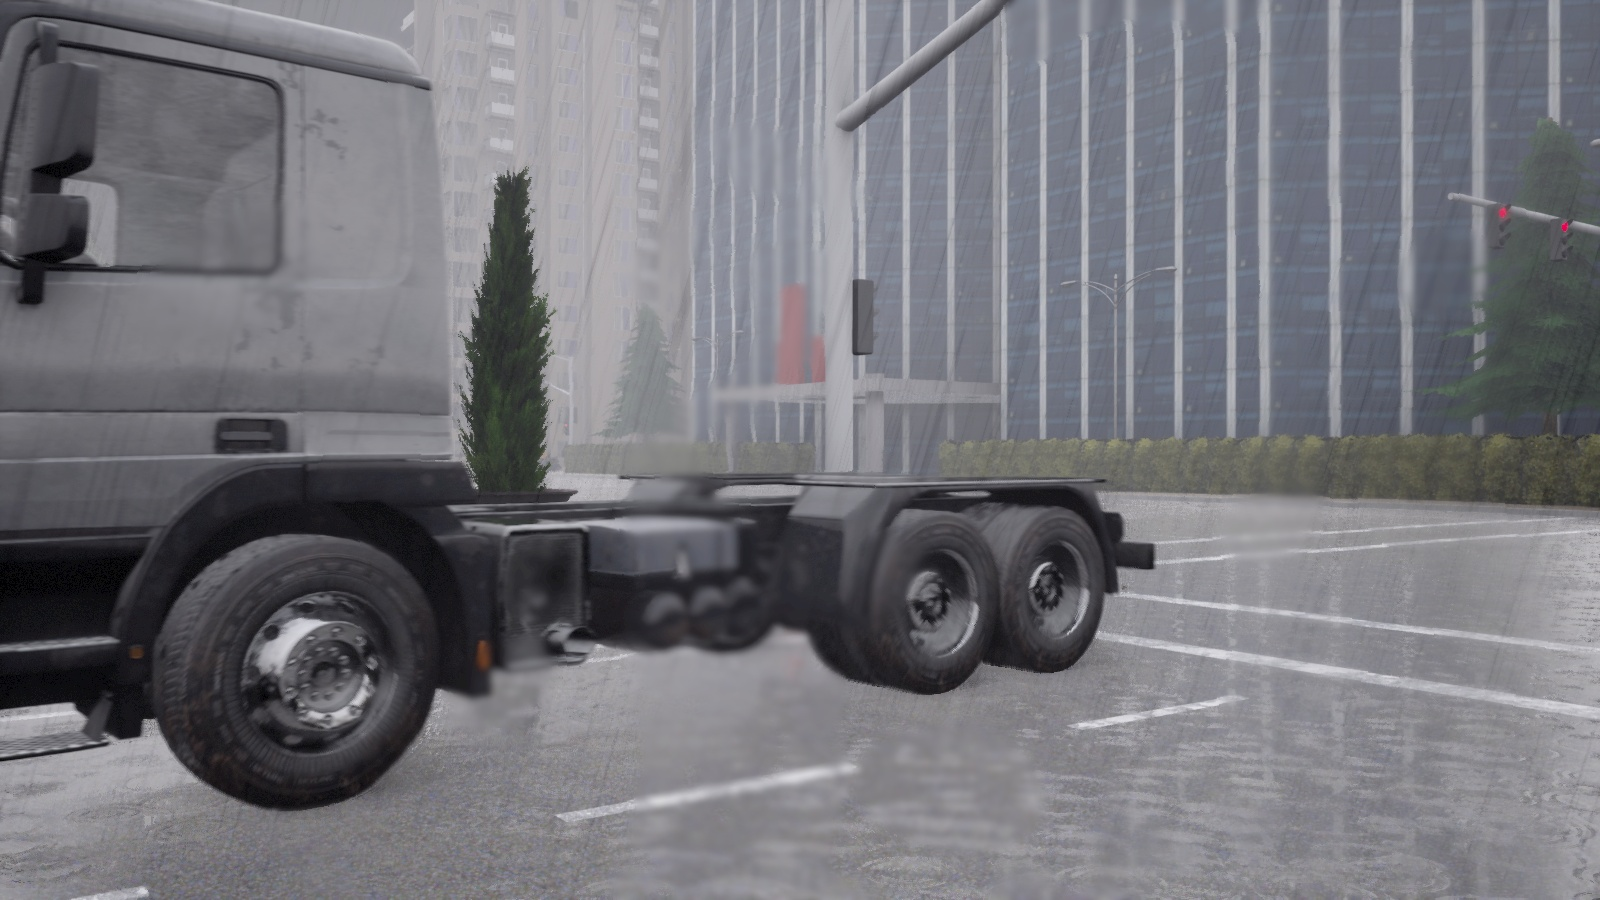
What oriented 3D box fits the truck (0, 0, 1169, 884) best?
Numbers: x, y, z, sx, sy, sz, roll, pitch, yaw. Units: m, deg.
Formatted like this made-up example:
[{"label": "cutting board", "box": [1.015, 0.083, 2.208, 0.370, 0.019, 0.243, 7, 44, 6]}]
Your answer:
[{"label": "truck", "box": [-1.209, -0.216, 7.713, 7.936, 3.462, 2.891, 0, 0, -41]}]
